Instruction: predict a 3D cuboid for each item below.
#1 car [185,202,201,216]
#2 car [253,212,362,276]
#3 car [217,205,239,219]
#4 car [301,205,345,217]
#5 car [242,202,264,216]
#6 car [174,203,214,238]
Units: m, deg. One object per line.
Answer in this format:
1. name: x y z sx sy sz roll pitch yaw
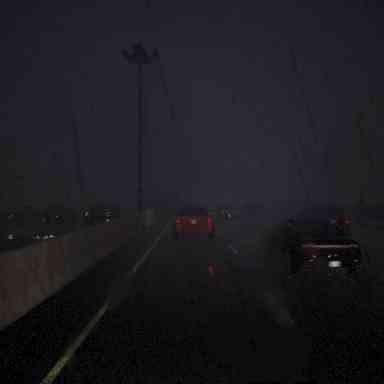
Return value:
1. car: 0.089 1.986 39.516 1.812 1.442 4.674 0 -1 0
2. car: 3.597 1.620 10.805 2.128 1.511 4.902 0 -1 0
3. car: 3.588 1.999 34.138 1.895 1.301 4.718 0 -1 0
4. car: 7.093 1.574 18.946 2.097 1.767 4.553 0 -1 0
5. car: 7.087 1.948 38.967 2.128 1.511 4.902 0 -1 0
6. car: 0.093 1.574 19.089 2.097 1.767 4.553 0 -1 0
